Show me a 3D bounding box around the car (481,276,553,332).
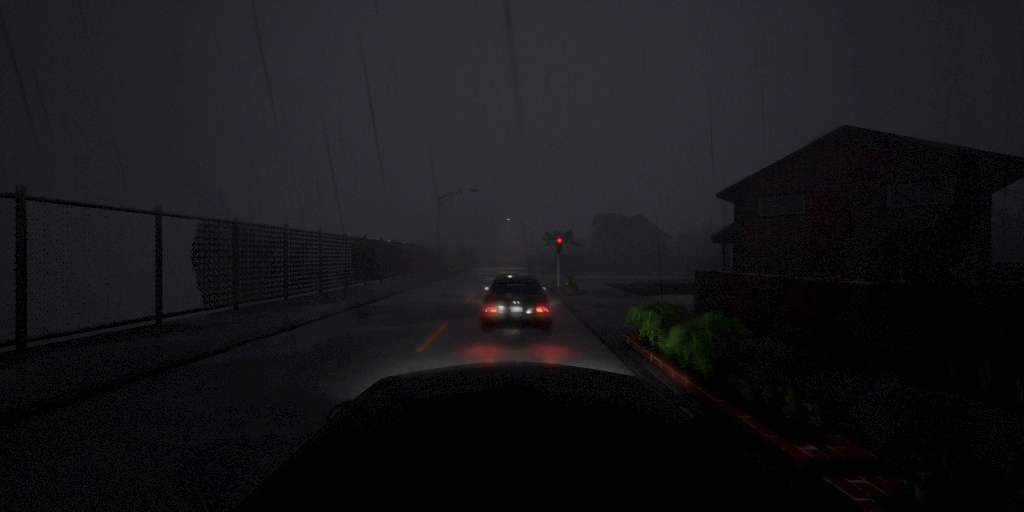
[{"bbox_3d":[0.118,1.297,10.852,2.033,1.411,5.357,0,0,0],"label":"car"}]
